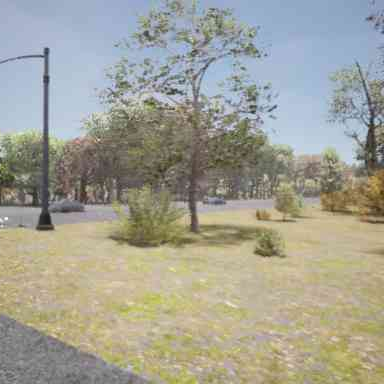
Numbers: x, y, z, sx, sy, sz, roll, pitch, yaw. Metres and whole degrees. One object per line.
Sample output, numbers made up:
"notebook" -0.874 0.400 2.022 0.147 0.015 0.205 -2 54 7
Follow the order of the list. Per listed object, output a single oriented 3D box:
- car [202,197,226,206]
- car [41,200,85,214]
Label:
"car" 3.862 1.588 57.148 2.033 1.411 5.357 1 0 36
"car" -13.064 1.498 33.814 1.994 1.385 4.181 1 1 36
